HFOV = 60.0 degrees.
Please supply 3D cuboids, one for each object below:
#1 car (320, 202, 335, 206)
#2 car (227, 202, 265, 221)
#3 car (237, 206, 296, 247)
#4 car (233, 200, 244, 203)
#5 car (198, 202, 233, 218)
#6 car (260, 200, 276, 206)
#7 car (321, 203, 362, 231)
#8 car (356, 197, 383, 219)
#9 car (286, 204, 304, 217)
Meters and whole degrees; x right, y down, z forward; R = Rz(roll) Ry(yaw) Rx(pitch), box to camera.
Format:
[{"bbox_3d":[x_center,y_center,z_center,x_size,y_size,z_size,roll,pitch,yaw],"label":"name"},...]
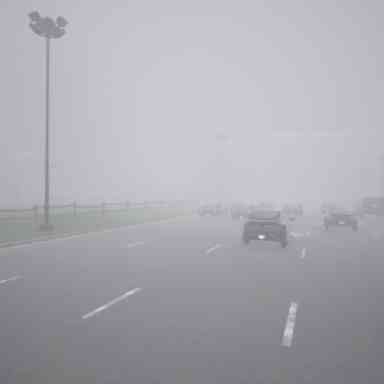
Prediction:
[{"bbox_3d":[15.284,1.808,36.955,2.033,1.411,5.357,0,0,20],"label":"car"},{"bbox_3d":[4.755,1.768,28.706,1.895,1.301,4.718,0,0,20],"label":"car"},{"bbox_3d":[3.685,1.600,15.793,1.837,1.490,4.892,0,-1,20],"label":"car"},{"bbox_3d":[5.884,1.764,41.837,1.812,1.442,4.674,0,-1,20],"label":"car"},{"bbox_3d":[2.207,1.771,31.896,1.895,1.301,4.718,0,0,20],"label":"car"},{"bbox_3d":[9.116,1.736,40.480,2.128,1.511,4.902,0,-1,20],"label":"car"},{"bbox_3d":[9.694,1.684,21.911,1.812,1.442,4.674,0,-1,20],"label":"car"},{"bbox_3d":[17.191,1.466,32.018,2.150,2.045,5.566,0,0,20],"label":"car"},{"bbox_3d":[10.333,1.820,33.661,1.895,1.301,4.718,0,0,20],"label":"car"}]
